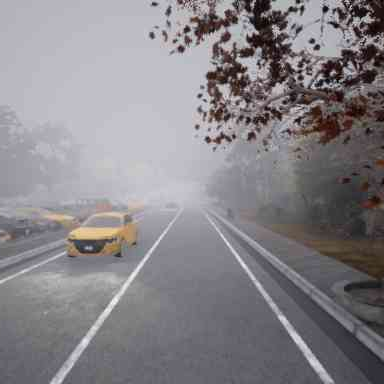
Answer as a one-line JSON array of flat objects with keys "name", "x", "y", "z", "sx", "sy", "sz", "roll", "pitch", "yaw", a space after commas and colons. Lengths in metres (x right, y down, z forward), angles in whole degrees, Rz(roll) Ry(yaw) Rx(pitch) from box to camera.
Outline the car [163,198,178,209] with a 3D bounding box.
[{"name": "car", "x": -3.348, "y": 2.171, "z": 56.469, "sx": 1.994, "sy": 1.385, "sz": 4.181, "roll": 0, "pitch": -1, "yaw": 0}]

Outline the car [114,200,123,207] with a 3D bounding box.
[{"name": "car", "x": -10.251, "y": 1.845, "z": 35.317, "sx": 4.792, "sy": 1.488, "sz": 2.163, "roll": 0, "pitch": -1, "yaw": 0}]

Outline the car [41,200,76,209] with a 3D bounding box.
[{"name": "car", "x": -23.064, "y": 2.175, "z": 57.561, "sx": 5.366, "sy": 1.575, "sz": 1.946, "roll": 0, "pitch": -1, "yaw": 0}]

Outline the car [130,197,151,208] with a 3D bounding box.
[{"name": "car", "x": -10.355, "y": 2.175, "z": 57.513, "sx": 5.366, "sy": 1.575, "sz": 1.946, "roll": 0, "pitch": -1, "yaw": 0}]

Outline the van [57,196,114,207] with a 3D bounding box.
[{"name": "van", "x": -10.345, "y": 1.562, "z": 32.543, "sx": 4.442, "sy": 1.987, "sz": 1.878, "roll": 0, "pitch": -1, "yaw": 0}]

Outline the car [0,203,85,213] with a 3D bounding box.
[{"name": "car", "x": -10.069, "y": 1.670, "z": 21.436, "sx": 5.366, "sy": 1.575, "sz": 1.946, "roll": 0, "pitch": -1, "yaw": 0}]

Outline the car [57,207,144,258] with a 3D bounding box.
[{"name": "car", "x": -3.339, "y": 1.566, "z": 13.268, "sx": 1.882, "sy": 1.535, "sz": 5.008, "roll": 0, "pitch": -1, "yaw": 0}]

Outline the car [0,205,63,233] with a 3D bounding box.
[{"name": "car", "x": -10.267, "y": 1.646, "z": 18.660, "sx": 4.892, "sy": 1.521, "sz": 2.231, "roll": 0, "pitch": -1, "yaw": 0}]

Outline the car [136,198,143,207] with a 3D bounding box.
[{"name": "car", "x": -10.010, "y": 1.964, "z": 46.288, "sx": 5.366, "sy": 1.575, "sz": 1.946, "roll": 0, "pitch": -1, "yaw": 0}]

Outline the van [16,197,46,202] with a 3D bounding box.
[{"name": "van", "x": -23.392, "y": 1.742, "z": 46.365, "sx": 4.442, "sy": 1.987, "sz": 1.878, "roll": 0, "pitch": -1, "yaw": 0}]

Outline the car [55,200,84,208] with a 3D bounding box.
[{"name": "car", "x": -23.207, "y": 2.313, "z": 63.101, "sx": 4.792, "sy": 1.488, "sz": 2.163, "roll": 0, "pitch": -1, "yaw": 0}]

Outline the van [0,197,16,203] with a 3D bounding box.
[{"name": "van", "x": -23.186, "y": 1.622, "z": 38.202, "sx": 4.442, "sy": 1.987, "sz": 1.878, "roll": 0, "pitch": -1, "yaw": 0}]

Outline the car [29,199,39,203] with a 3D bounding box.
[{"name": "car", "x": -23.311, "y": 1.951, "z": 43.590, "sx": 4.792, "sy": 1.488, "sz": 2.163, "roll": 0, "pitch": -1, "yaw": 0}]

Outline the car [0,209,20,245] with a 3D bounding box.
[{"name": "car", "x": -10.089, "y": 1.585, "z": 13.108, "sx": 5.366, "sy": 1.575, "sz": 1.946, "roll": 0, "pitch": -1, "yaw": 0}]

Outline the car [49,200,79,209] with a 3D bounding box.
[{"name": "car", "x": -23.240, "y": 2.271, "z": 60.331, "sx": 4.674, "sy": 1.452, "sz": 2.002, "roll": 0, "pitch": -1, "yaw": 0}]

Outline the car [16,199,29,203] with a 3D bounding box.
[{"name": "car", "x": -23.317, "y": 1.912, "z": 40.951, "sx": 4.792, "sy": 1.488, "sz": 2.163, "roll": 0, "pitch": -1, "yaw": 0}]

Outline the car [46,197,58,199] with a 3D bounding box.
[{"name": "car", "x": -23.291, "y": 1.822, "z": 52.028, "sx": 5.566, "sy": 2.045, "sz": 2.435, "roll": 0, "pitch": -1, "yaw": 0}]

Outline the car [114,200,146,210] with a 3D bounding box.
[{"name": "car", "x": -10.182, "y": 2.126, "z": 54.736, "sx": 4.892, "sy": 1.521, "sz": 2.231, "roll": 0, "pitch": -1, "yaw": 0}]

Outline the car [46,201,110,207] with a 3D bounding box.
[{"name": "car", "x": -10.206, "y": 1.788, "z": 29.764, "sx": 4.792, "sy": 1.488, "sz": 2.163, "roll": 0, "pitch": -1, "yaw": 0}]

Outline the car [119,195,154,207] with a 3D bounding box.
[{"name": "car", "x": -10.191, "y": 1.979, "z": 60.293, "sx": 5.566, "sy": 2.045, "sz": 2.435, "roll": 0, "pitch": -1, "yaw": 0}]

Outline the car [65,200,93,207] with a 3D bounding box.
[{"name": "car", "x": -23.218, "y": 2.386, "z": 68.517, "sx": 5.008, "sy": 1.535, "sz": 2.097, "roll": 0, "pitch": -1, "yaw": 0}]

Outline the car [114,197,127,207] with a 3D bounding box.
[{"name": "car", "x": -10.246, "y": 1.721, "z": 38.091, "sx": 4.553, "sy": 1.767, "sz": 2.185, "roll": 0, "pitch": -1, "yaw": 0}]

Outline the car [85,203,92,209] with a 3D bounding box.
[{"name": "car", "x": -10.219, "y": 1.731, "z": 24.212, "sx": 4.792, "sy": 1.488, "sz": 2.163, "roll": 0, "pitch": -1, "yaw": 0}]

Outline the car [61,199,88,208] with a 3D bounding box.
[{"name": "car", "x": -23.261, "y": 2.208, "z": 65.749, "sx": 4.553, "sy": 1.767, "sz": 2.185, "roll": 0, "pitch": -1, "yaw": 0}]

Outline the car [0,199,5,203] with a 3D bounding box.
[{"name": "car", "x": -23.307, "y": 1.817, "z": 35.414, "sx": 5.008, "sy": 1.535, "sz": 2.097, "roll": 0, "pitch": -1, "yaw": 0}]

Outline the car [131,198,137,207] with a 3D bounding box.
[{"name": "car", "x": -10.388, "y": 1.919, "z": 43.637, "sx": 5.366, "sy": 1.575, "sz": 1.946, "roll": 0, "pitch": -1, "yaw": 0}]

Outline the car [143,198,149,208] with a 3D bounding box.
[{"name": "car", "x": -9.997, "y": 2.069, "z": 51.961, "sx": 5.366, "sy": 1.575, "sz": 1.946, "roll": 0, "pitch": -1, "yaw": 0}]

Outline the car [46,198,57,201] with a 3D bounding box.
[{"name": "car", "x": -23.240, "y": 2.050, "z": 49.254, "sx": 4.792, "sy": 1.488, "sz": 2.163, "roll": 0, "pitch": -1, "yaw": 0}]

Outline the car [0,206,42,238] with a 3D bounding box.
[{"name": "car", "x": -10.261, "y": 1.617, "z": 15.884, "sx": 4.892, "sy": 1.521, "sz": 2.231, "roll": 0, "pitch": -1, "yaw": 0}]

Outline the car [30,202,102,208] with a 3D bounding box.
[{"name": "car", "x": -10.212, "y": 1.760, "z": 26.988, "sx": 4.792, "sy": 1.488, "sz": 2.163, "roll": 0, "pitch": -1, "yaw": 0}]

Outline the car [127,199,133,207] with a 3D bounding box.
[{"name": "car", "x": -10.203, "y": 1.883, "z": 40.869, "sx": 4.892, "sy": 1.521, "sz": 2.231, "roll": 0, "pitch": -1, "yaw": 0}]
